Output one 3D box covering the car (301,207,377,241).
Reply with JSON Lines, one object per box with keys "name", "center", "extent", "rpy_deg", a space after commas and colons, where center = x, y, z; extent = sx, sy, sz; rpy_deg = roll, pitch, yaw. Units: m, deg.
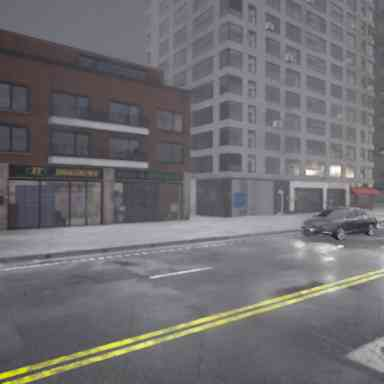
{"name": "car", "center": [7.633, 1.554, 17.112], "extent": [4.892, 1.490, 1.837], "rpy_deg": [0, 0, -35]}
